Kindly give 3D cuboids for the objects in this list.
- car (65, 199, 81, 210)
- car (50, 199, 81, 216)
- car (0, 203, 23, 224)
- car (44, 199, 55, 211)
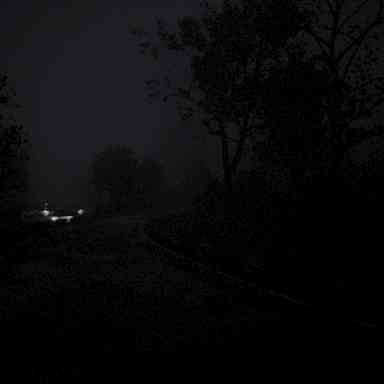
[{"bbox_3d":[-19.444,2.044,54.300,1.882,1.535,5.008,0,0,-27],"label":"car"},{"bbox_3d":[-14.615,1.921,38.684,1.882,1.535,5.008,0,0,-9],"label":"car"},{"bbox_3d":[-14.772,1.598,24.784,2.097,1.767,4.553,0,-1,6],"label":"car"},{"bbox_3d":[-21.390,1.880,50.634,2.097,1.767,4.553,0,0,-24],"label":"car"}]
